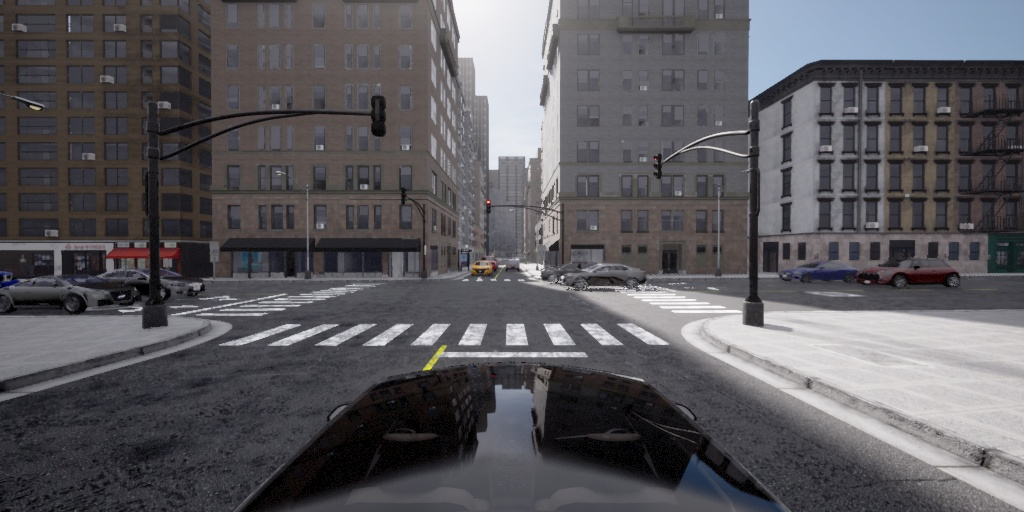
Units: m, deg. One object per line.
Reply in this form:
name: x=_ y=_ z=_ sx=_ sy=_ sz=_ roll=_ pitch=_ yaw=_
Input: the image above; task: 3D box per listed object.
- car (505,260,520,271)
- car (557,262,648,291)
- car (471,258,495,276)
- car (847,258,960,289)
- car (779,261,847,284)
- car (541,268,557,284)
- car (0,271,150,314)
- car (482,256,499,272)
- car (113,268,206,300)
car: x=0.085 y=1.311 z=49.815 sx=2.033 sy=1.411 sz=5.357 roll=0 pitch=0 yaw=0
car: x=5.381 y=1.181 z=21.070 sx=4.902 sy=1.511 sz=2.128 roll=0 pitch=1 yaw=0
car: x=-3.115 y=1.233 z=37.526 sx=1.882 sy=1.535 sz=5.008 roll=0 pitch=0 yaw=0
car: x=23.209 y=0.927 z=21.159 sx=4.553 sy=1.767 sz=2.097 roll=0 pitch=1 yaw=0
car: x=20.887 y=1.082 z=24.399 sx=4.674 sy=1.442 sz=1.812 roll=-1 pitch=1 yaw=0
car: x=4.476 y=1.161 z=24.964 sx=4.892 sy=1.490 sz=1.837 roll=0 pitch=2 yaw=13
car: x=-17.527 y=1.442 z=14.251 sx=4.181 sy=1.385 sz=1.994 roll=0 pitch=1 yaw=0
car: x=-3.124 y=0.984 z=47.482 sx=2.150 sy=2.045 sz=5.566 roll=0 pitch=0 yaw=0
car: x=-17.797 y=1.335 z=17.510 sx=4.902 sy=1.511 sz=2.128 roll=0 pitch=1 yaw=1
